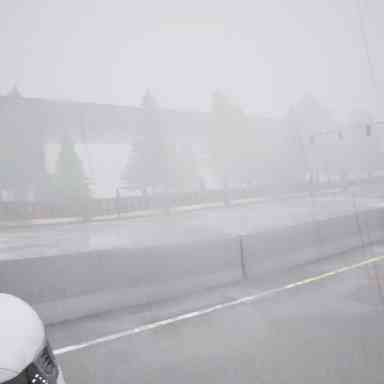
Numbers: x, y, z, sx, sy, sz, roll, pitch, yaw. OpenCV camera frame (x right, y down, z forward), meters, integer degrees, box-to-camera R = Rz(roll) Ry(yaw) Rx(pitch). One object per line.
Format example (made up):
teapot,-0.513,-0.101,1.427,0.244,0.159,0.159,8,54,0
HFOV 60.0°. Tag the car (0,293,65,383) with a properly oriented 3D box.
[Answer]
car,-3.434,1.218,1.296,5.566,2.045,2.150,0,0,-36
